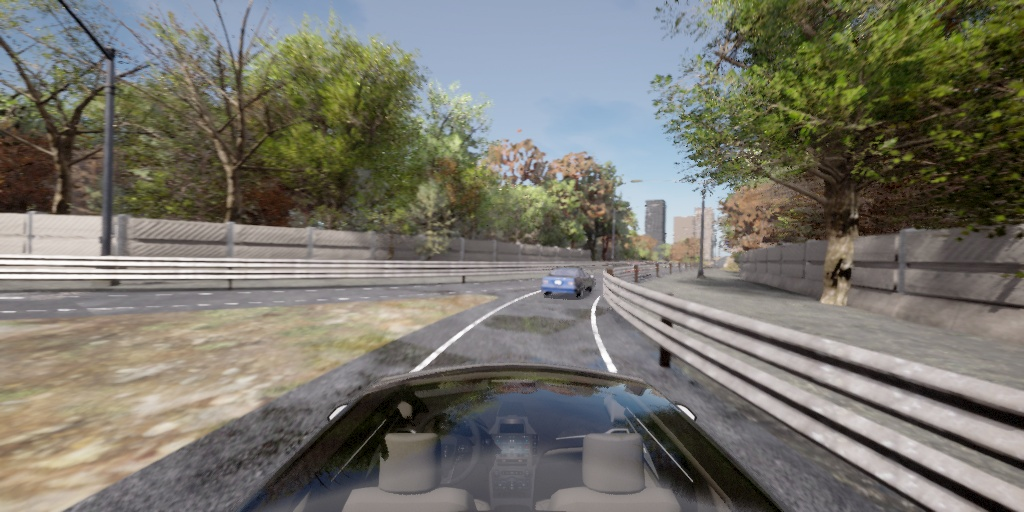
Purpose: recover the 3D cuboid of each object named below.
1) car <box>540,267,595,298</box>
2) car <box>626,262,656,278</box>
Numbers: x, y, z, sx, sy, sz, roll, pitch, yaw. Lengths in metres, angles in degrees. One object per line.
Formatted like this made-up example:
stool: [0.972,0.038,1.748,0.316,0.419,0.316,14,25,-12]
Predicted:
car: [3.027,1.264,18.603,2.033,1.411,5.357,2,0,22]
car: [13.349,1.383,37.631,1.882,1.535,5.008,2,1,31]
